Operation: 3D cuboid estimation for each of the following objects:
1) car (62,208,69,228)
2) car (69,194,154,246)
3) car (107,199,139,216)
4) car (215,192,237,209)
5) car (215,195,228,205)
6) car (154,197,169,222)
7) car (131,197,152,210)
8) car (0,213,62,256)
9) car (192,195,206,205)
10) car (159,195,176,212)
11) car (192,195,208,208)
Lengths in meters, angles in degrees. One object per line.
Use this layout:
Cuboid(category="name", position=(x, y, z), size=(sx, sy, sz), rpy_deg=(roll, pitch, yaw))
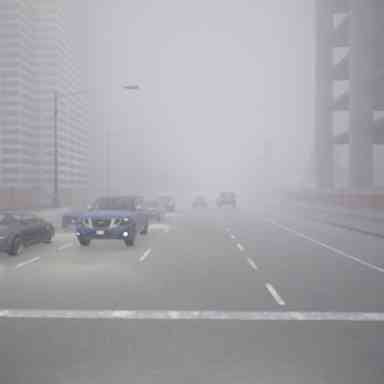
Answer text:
Cuboid(category="car", position=(-6.716, 1.376, 21.525), size=(1.882, 1.535, 5.008), rpy_deg=(0, 0, 2))
Cuboid(category="car", position=(-3.360, 1.150, 15.244), size=(2.150, 2.045, 5.566), rpy_deg=(0, 0, 2))
Cuboid(category="car", position=(-6.450, 1.416, 31.442), size=(1.994, 1.385, 4.181), rpy_deg=(0, 0, 2))
Cuboid(category="car", position=(4.414, 1.023, 42.396), size=(2.150, 2.045, 5.566), rpy_deg=(0, 0, 1))
Cuboid(category="car", position=(4.687, 1.257, 53.008), size=(1.837, 1.490, 4.892), rpy_deg=(0, 0, 1))
Cuboid(category="car", position=(-3.114, 1.387, 25.159), size=(1.837, 1.490, 4.892), rpy_deg=(0, 0, 2))
Cuboid(category="car", position=(-6.168, 1.332, 41.361), size=(1.812, 1.442, 4.674), rpy_deg=(0, 0, 2))
Cuboid(category="car", position=(-6.929, 1.504, 12.701), size=(1.994, 1.385, 4.181), rpy_deg=(0, 0, 1))
Cuboid(category="car", position=(1.185, 1.244, 52.956), size=(2.128, 1.511, 4.902), rpy_deg=(0, 0, 1))
Cuboid(category="car", position=(-2.840, 1.187, 35.312), size=(2.097, 1.767, 4.553), rpy_deg=(0, 0, 2))
Cuboid(category="car", position=(1.030, 1.362, 43.085), size=(1.994, 1.385, 4.181), rpy_deg=(0, 0, 1))
